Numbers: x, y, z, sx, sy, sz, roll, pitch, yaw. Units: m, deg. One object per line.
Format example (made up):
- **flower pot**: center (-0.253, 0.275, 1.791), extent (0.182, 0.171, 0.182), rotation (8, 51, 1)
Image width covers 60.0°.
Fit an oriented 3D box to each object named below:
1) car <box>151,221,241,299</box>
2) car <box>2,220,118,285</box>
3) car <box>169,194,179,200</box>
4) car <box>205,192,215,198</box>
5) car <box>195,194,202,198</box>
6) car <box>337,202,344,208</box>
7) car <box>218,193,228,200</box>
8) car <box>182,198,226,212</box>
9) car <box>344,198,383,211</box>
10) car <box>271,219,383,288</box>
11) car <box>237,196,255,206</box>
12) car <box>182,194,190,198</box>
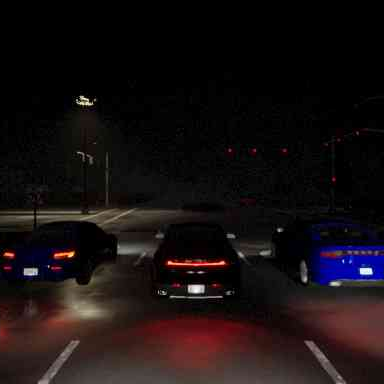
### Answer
- **car**: center (0.087, 1.505, 8.430), extent (1.837, 1.490, 4.892), rotation (0, 0, 0)
- **car**: center (-3.414, 1.526, 9.353), extent (1.812, 1.442, 4.674), rotation (0, 0, 0)
- **car**: center (-5.207, 1.350, 93.074), extent (2.097, 1.767, 4.553), rotation (0, 0, 0)
- **car**: center (5.289, 1.472, 92.261), extent (1.882, 1.535, 5.008), rotation (0, 0, 0)
- **car**: center (1.789, 1.472, 92.275), extent (1.882, 1.535, 5.008), rotation (0, 0, 0)
- **car**: center (22.825, 1.547, 45.661), extent (5.357, 1.411, 2.033), rotation (0, 0, -1)
- **car**: center (8.788, 1.218, 91.860), extent (2.150, 2.045, 5.566), rotation (0, 0, 0)
- **car**: center (1.178, 1.601, 38.401), extent (4.718, 1.301, 1.895), rotation (0, 0, -1)
- **car**: center (20.875, 1.491, 38.636), extent (4.902, 1.511, 2.128), rotation (0, 0, -1)
- **car**: center (3.589, 1.478, 9.307), extent (1.882, 1.535, 5.008), rotation (0, 0, 0)
- **car**: center (8.650, 1.351, 53.821), extent (2.097, 1.767, 4.553), rotation (0, 0, -5)
- **car**: center (-1.709, 1.547, 92.706), extent (1.994, 1.385, 4.181), rotation (0, 0, 0)
